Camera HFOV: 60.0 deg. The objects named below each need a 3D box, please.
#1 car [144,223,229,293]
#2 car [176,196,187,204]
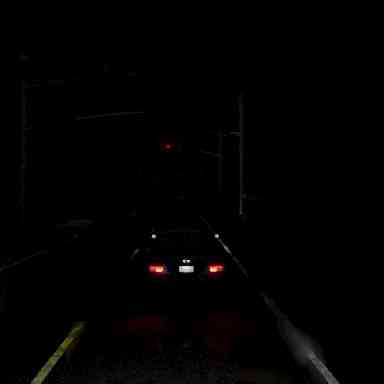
[{"bbox_3d":[-0.175,1.547,8.984,2.033,1.411,5.357,0,0,-1],"label":"car"},{"bbox_3d":[-1.980,1.525,63.454,1.812,1.442,4.674,0,0,-2],"label":"car"}]
